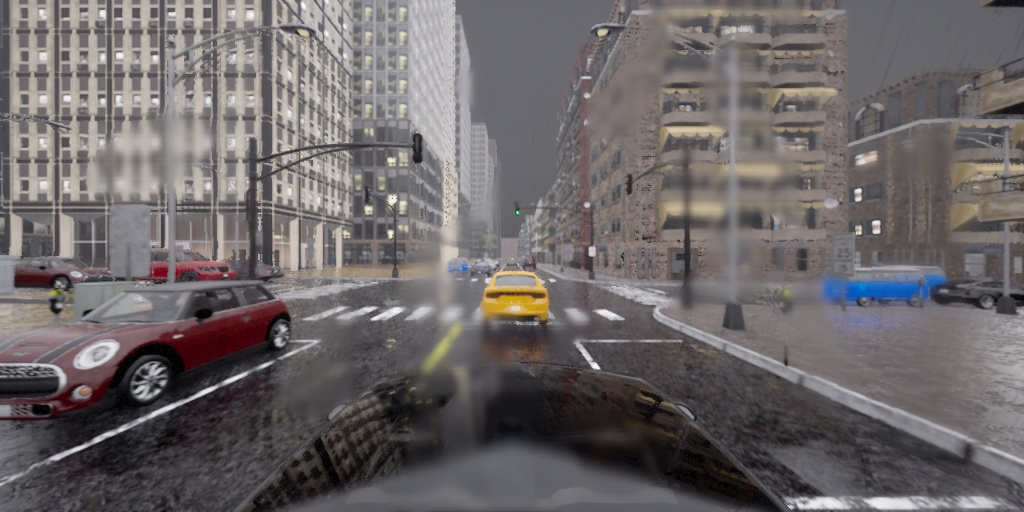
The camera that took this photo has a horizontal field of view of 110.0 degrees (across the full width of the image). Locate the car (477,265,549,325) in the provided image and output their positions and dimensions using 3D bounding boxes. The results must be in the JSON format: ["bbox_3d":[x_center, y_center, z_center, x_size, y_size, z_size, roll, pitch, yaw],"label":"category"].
[{"bbox_3d":[0.103,1.227,11.867,1.882,1.535,5.008,0,0,0],"label":"car"}]

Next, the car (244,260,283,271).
[{"bbox_3d":[-17.459,0.971,22.643,5.357,1.411,2.033,1,0,-2],"label":"car"}]

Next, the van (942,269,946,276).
[{"bbox_3d":[27.914,1.632,25.239,3.998,1.789,1.690,0,0,0],"label":"van"}]

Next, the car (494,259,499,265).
[{"bbox_3d":[-3.092,1.249,48.255,1.812,1.442,4.674,0,0,0],"label":"car"}]

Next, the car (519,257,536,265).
[{"bbox_3d":[2.678,1.036,55.101,2.192,1.841,5.009,0,0,0],"label":"car"}]

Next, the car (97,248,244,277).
[{"bbox_3d":[-18.186,0.639,19.330,5.566,2.045,2.150,1,0,0],"label":"car"}]

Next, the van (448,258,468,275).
[{"bbox_3d":[-5.699,1.067,38.445,1.690,1.789,3.998,0,0,0],"label":"van"}]

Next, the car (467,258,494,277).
[{"bbox_3d":[-3.085,1.253,36.065,1.812,1.442,4.674,0,0,-1],"label":"car"}]

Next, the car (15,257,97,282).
[{"bbox_3d":[-21.151,0.806,16.735,4.097,1.591,1.967,0,0,0],"label":"car"}]

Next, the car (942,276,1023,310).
[{"bbox_3d":[22.448,1.771,16.877,4.313,1.339,1.948,0,0,0],"label":"car"}]

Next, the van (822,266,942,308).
[{"bbox_3d":[16.908,1.440,16.693,3.998,1.789,1.690,0,0,0],"label":"van"}]

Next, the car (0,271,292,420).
[{"bbox_3d":[-5.692,1.186,5.971,1.967,1.591,4.097,0,0,0],"label":"car"}]
